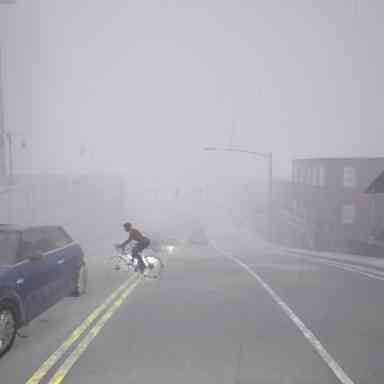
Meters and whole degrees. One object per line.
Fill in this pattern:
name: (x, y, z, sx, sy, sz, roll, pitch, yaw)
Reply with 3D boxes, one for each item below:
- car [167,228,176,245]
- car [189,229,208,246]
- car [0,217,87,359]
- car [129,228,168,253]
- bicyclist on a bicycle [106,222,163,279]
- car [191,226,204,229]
car: (-2.961, 4.882, 37.019, 2.097, 1.767, 4.553, 0, -4, 1)
car: (0.697, 4.990, 35.500, 1.994, 1.385, 4.181, 0, -5, 1)
car: (-3.526, 1.379, 5.878, 2.097, 1.767, 4.553, 0, -2, 1)
car: (-3.201, 3.540, 23.869, 2.128, 1.511, 4.902, 0, -8, 1)
bicyclist on a bicycle: (-1.675, 1.700, 9.559, 1.656, 1.620, 0.582, -2, -4, 3)
car: (0.862, 5.362, 45.429, 2.033, 1.411, 5.357, 0, 0, 1)
